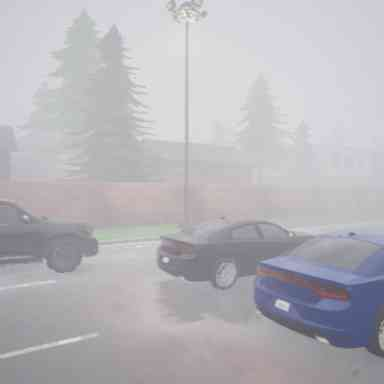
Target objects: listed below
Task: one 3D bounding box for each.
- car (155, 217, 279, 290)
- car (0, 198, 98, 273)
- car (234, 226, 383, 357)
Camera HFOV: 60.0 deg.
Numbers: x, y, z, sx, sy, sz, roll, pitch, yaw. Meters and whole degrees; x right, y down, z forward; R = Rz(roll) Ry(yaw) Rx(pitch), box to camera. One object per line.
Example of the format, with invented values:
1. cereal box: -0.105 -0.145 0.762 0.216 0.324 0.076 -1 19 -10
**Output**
1. car: 1.478 1.402 8.936 5.008 1.535 1.882 0 1 -32
2. car: -5.391 1.127 8.729 5.566 2.045 2.150 0 1 -32
3. car: 3.352 1.434 5.981 5.008 1.535 1.882 0 1 -32
